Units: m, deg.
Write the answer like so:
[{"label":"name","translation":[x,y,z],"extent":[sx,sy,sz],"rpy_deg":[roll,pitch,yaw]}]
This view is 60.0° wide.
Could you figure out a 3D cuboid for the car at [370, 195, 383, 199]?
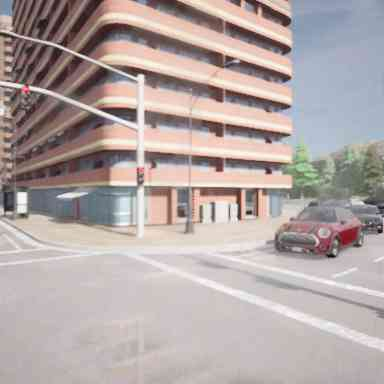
[{"label":"car","translation":[25.146,1.400,44.789],"extent":[2.150,2.045,5.566],"rpy_deg":[0,0,-12]}]

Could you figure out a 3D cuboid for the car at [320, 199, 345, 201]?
[{"label":"car","translation":[15.242,1.632,38.680],"extent":[2.128,1.511,4.902],"rpy_deg":[0,0,-1]}]

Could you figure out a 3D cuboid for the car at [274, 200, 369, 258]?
[{"label":"car","translation":[5.071,1.376,13.040],"extent":[2.097,1.767,4.553],"rpy_deg":[0,0,42]}]

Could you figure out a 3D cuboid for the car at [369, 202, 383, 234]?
[{"label":"car","translation":[10.402,1.564,20.048],"extent":[1.837,1.490,4.892],"rpy_deg":[0,0,28]}]

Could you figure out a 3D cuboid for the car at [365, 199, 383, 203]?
[{"label":"car","translation":[18.330,1.679,31.402],"extent":[1.994,1.385,4.181],"rpy_deg":[0,0,9]}]

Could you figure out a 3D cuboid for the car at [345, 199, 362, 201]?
[{"label":"car","translation":[18.553,1.681,41.340],"extent":[1.812,1.442,4.674],"rpy_deg":[0,0,-5]}]

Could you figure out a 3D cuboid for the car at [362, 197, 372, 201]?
[{"label":"car","translation":[21.403,1.698,44.604],"extent":[1.812,1.442,4.674],"rpy_deg":[0,0,-10]}]
